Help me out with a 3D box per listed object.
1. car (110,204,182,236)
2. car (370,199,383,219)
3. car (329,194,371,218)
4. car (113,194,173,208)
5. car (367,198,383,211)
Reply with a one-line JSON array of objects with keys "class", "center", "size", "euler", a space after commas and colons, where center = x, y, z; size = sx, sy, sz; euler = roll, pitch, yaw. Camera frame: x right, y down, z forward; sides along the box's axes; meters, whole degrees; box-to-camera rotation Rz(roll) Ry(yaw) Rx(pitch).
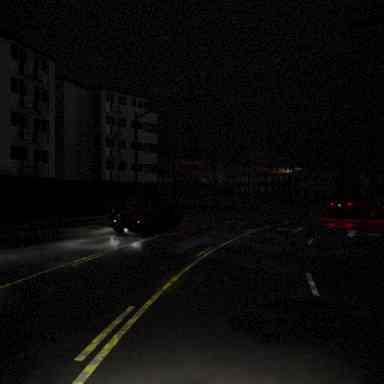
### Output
[{"class": "car", "center": [-2.422, 1.601, 18.794], "size": [1.895, 1.301, 4.718], "euler": [0, 0, 25]}, {"class": "car", "center": [17.200, 1.491, 28.157], "size": [2.128, 1.511, 4.902], "euler": [0, 0, 44]}, {"class": "car", "center": [14.490, 1.221, 30.379], "size": [2.150, 2.045, 5.566], "euler": [0, 0, 44]}, {"class": "car", "center": [-3.492, 1.217, 24.564], "size": [2.150, 2.045, 5.566], "euler": [0, 0, 30]}, {"class": "car", "center": [23.281, 1.546, 41.601], "size": [1.994, 1.385, 4.181], "euler": [0, 0, 22]}]
